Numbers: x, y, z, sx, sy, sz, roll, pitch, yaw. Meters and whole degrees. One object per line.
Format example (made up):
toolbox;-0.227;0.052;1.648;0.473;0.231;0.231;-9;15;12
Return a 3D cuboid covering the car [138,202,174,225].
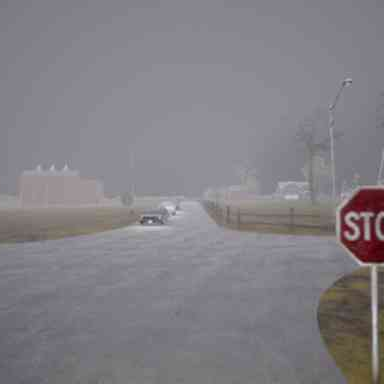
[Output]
car;-2.923;1.798;26.718;2.033;1.411;5.357;0;-1;2

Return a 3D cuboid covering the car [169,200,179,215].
car;-2.823;1.882;37.814;1.812;1.442;4.674;0;-1;0
